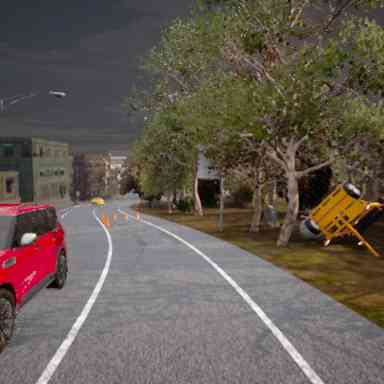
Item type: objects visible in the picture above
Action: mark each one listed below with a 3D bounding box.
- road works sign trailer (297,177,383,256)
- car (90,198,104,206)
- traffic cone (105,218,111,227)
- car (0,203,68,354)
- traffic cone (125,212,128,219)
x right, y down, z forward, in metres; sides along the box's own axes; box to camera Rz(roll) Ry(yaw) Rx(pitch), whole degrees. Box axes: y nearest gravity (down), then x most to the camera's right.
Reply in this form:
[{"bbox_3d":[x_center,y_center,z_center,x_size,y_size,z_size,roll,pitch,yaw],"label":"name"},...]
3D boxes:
[{"bbox_3d":[6.708,1.237,13.265,3.560,2.380,2.880,0,45,-45],"label":"road works sign trailer"},{"bbox_3d":[-18.033,1.833,63.169,1.882,1.535,5.008,-1,0,-6],"label":"car"},{"bbox_3d":[-5.853,2.115,23.112,0.340,0.580,0.340,-2,0,-18],"label":"traffic cone"},{"bbox_3d":[-3.940,1.268,6.266,2.150,2.045,5.566,0,0,-8],"label":"car"},{"bbox_3d":[-5.791,2.110,29.424,0.340,0.580,0.340,-2,0,-17],"label":"traffic cone"}]
